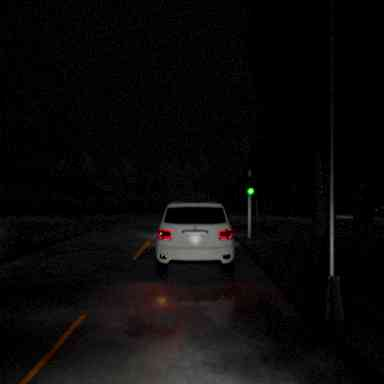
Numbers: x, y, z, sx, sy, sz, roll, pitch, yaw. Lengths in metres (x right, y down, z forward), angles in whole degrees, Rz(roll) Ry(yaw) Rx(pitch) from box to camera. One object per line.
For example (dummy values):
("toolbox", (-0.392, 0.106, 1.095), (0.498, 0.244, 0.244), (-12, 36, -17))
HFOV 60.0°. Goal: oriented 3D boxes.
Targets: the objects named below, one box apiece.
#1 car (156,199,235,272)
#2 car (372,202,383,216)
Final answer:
("car", (0.094, 1.251, 11.025), (2.150, 2.045, 5.566), (0, 0, 0))
("car", (19.979, 1.309, 31.062), (5.566, 2.045, 2.150), (0, 0, 0))
